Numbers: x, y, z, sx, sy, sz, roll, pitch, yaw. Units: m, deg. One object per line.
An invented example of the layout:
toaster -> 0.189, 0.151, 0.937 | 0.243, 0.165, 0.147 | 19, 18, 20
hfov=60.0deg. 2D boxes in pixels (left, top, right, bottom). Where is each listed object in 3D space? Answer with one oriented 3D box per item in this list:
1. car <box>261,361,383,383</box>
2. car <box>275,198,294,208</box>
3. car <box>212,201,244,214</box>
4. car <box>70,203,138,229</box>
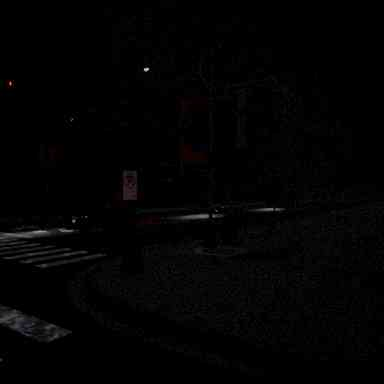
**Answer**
car -> 2.178, 1.551, 1.293 | 4.403, 1.369, 2.008 | 0, 0, 36
car -> 13.901, 1.593, 50.090 | 2.128, 1.511, 4.902 | 0, 0, 35
car -> 3.777, 1.656, 35.918 | 1.895, 1.301, 4.718 | 0, 0, 35
car -> -5.808, 1.515, 22.344 | 2.128, 1.511, 4.902 | 0, 0, 36
